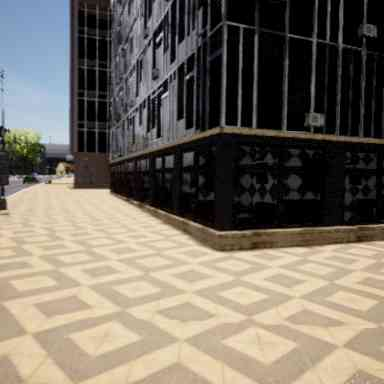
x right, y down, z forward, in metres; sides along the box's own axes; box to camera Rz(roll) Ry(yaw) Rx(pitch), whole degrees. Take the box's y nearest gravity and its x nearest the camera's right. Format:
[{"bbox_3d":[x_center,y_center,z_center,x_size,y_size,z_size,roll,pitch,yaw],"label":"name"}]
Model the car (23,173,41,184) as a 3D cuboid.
[{"bbox_3d":[-26.067,-2.305,54.332,2.097,1.767,4.553,0,3,-17],"label":"car"}]
